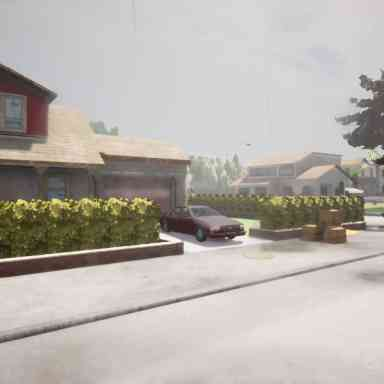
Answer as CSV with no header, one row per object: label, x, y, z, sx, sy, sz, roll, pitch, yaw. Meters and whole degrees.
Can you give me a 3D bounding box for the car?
car,0.137,1.356,15.506,2.033,1.415,5.357,0,0,-33
